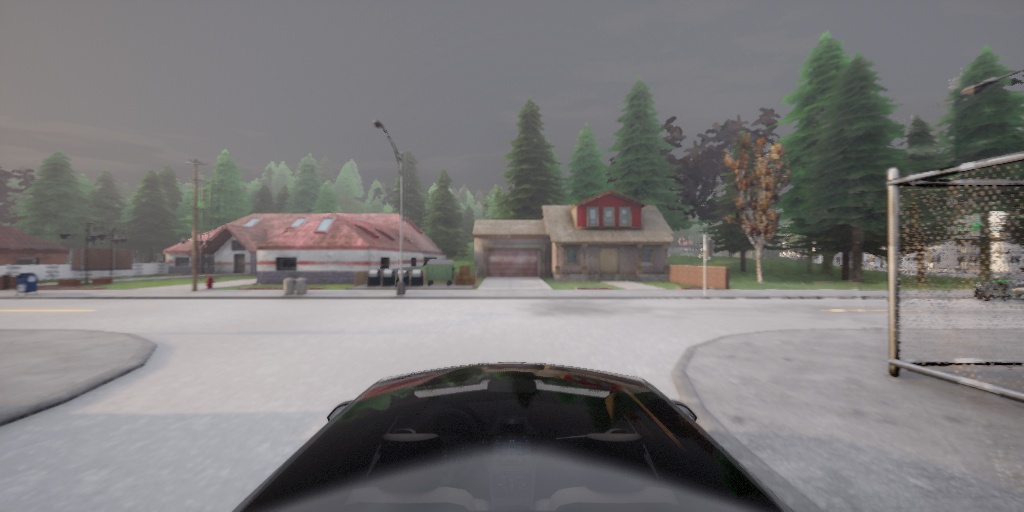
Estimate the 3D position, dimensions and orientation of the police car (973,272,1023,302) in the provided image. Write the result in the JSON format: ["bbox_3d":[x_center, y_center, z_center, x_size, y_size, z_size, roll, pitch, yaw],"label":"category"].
[{"bbox_3d":[23.339,1.351,15.706,4.974,1.542,2.038,0,0,0],"label":"police car"}]
